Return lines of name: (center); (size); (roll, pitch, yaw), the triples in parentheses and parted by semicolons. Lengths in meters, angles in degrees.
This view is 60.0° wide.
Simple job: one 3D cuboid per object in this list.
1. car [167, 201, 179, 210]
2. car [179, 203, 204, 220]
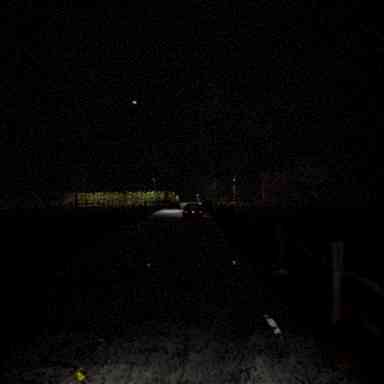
car: (-2.741, 1.988, 50.291); (1.895, 1.301, 4.718); (0, -1, 0)
car: (0.107, 1.749, 30.294); (2.033, 1.411, 5.357); (0, -1, 0)
